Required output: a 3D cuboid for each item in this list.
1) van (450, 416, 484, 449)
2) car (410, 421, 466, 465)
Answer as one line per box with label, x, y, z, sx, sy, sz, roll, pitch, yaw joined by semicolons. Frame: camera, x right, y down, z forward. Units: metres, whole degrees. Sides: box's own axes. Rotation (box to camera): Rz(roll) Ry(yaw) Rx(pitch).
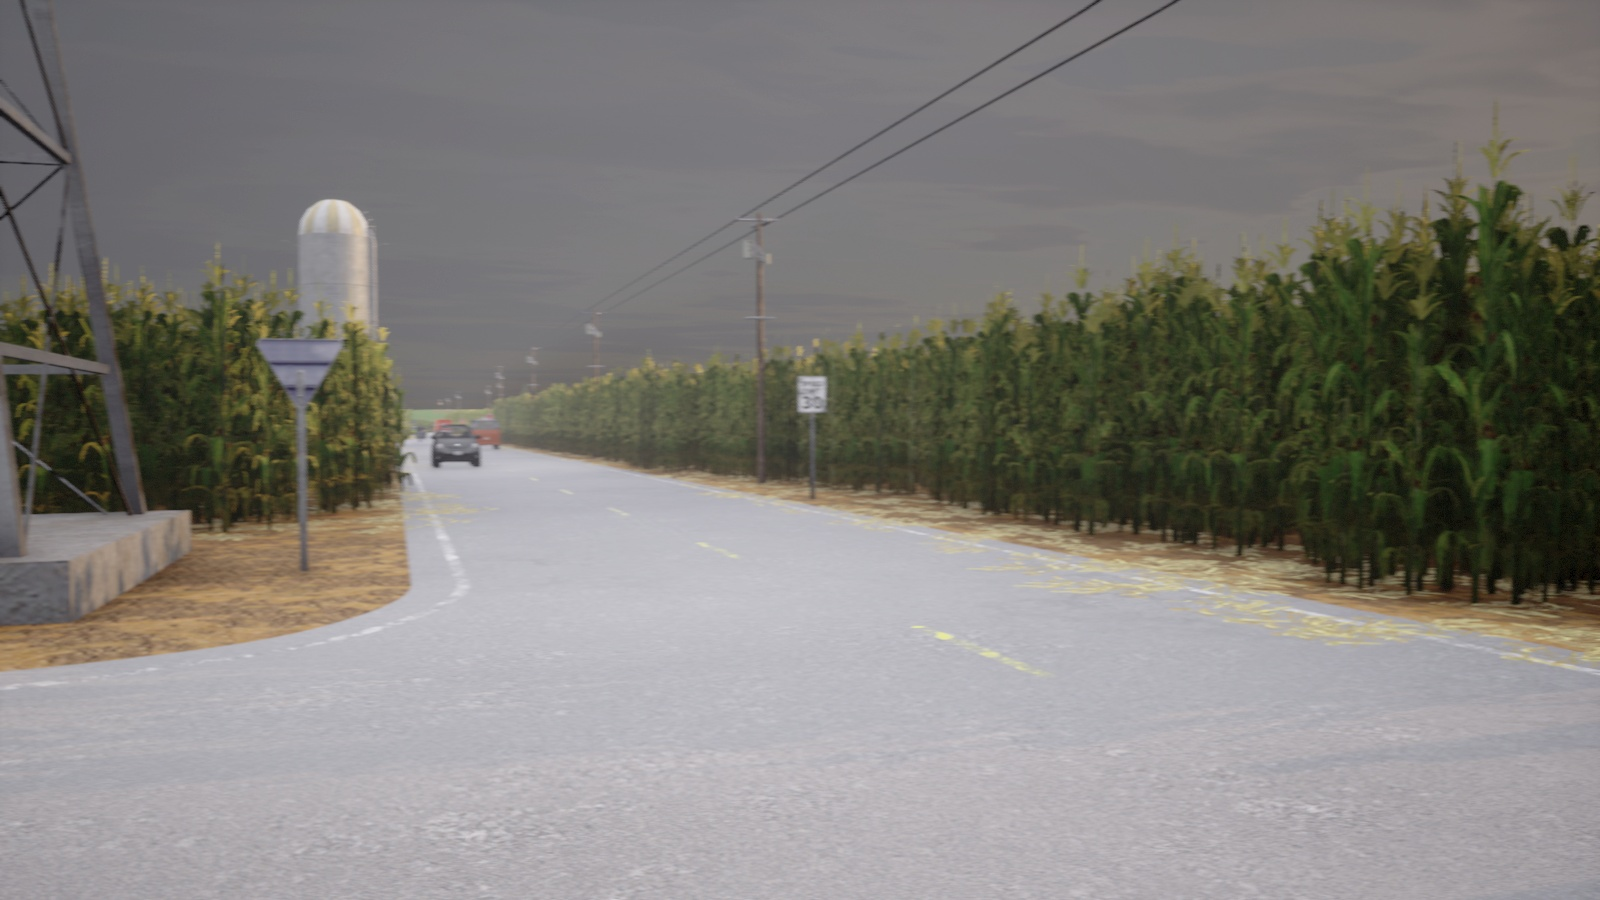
van;-21.078;-1.138;79.343;1.775;1.987;4.442;-1;1;-19
car;-13.836;-0.298;47.872;1.851;1.617;3.988;-1;1;-19
